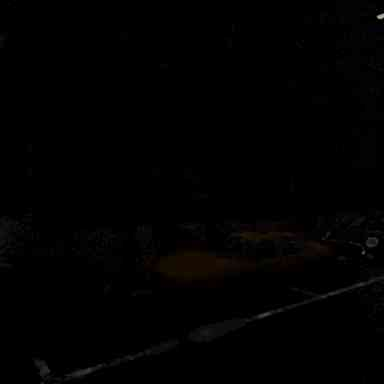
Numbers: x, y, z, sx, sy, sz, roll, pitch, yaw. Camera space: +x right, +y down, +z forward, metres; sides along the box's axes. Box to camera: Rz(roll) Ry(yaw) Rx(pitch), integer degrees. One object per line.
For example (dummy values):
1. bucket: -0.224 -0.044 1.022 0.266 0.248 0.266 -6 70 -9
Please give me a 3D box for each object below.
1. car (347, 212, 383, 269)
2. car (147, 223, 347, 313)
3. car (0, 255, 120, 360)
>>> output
1. car: 6.037 1.418 10.974 4.097 1.590 1.967 0 0 -36
2. car: 1.344 1.514 7.615 4.829 1.417 1.752 0 0 -36
3. car: -3.073 1.582 4.453 4.206 1.307 1.802 0 0 -36
